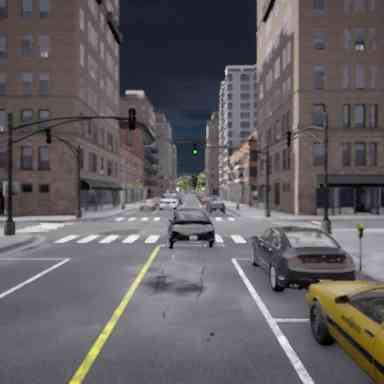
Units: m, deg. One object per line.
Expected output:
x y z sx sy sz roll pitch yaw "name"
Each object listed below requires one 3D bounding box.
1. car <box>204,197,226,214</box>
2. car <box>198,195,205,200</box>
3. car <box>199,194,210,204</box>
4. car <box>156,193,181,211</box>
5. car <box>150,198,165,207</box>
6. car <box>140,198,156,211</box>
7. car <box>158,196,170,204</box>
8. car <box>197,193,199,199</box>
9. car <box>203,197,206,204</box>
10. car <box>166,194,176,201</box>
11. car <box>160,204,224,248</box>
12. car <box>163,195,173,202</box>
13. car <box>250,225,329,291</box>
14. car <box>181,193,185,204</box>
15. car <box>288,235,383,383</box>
2.641 1.565 35.647 2.008 1.369 4.403 0 0 0 "car"
2.647 1.548 92.635 1.752 1.417 4.829 0 0 0 "car"
2.643 1.459 58.374 1.967 1.590 4.097 0 0 0 "car"
-2.834 1.239 41.402 2.150 2.045 5.566 0 0 0 "car"
-5.383 1.584 52.691 1.947 1.339 4.313 0 0 0 "car"
-5.384 1.541 41.158 1.752 1.417 4.829 0 0 0 "car"
-5.381 1.570 64.053 2.008 1.369 4.403 0 0 0 "car"
2.644 1.335 69.738 2.192 1.841 5.009 0 0 0 "car"
2.641 1.597 41.329 1.802 1.307 4.206 0 0 0 "car"
-5.379 1.337 86.778 2.192 1.841 5.009 0 0 0 "car"
-0.190 1.498 14.834 2.128 1.511 4.902 0 0 -6 "car"
-5.380 1.461 75.416 1.967 1.590 4.097 0 0 0 "car"
2.640 1.554 8.771 2.008 1.369 4.403 0 0 0 "car"
-2.787 1.241 58.322 2.150 2.045 5.566 0 0 1 "car"
2.645 1.527 3.535 1.752 1.417 4.829 0 0 0 "car"
